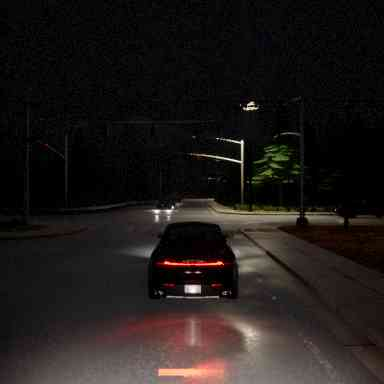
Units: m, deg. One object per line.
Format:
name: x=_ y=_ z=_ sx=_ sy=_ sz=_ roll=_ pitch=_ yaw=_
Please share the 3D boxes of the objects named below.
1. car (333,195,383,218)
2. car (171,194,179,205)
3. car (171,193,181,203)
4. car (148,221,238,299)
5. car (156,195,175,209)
car: x=15.543 y=1.248 z=29.587 sx=5.566 sy=2.045 sz=2.150 roll=0 pitch=0 yaw=1
car: x=-3.685 y=1.547 z=54.825 sx=2.033 sy=1.411 sz=5.357 roll=0 pitch=0 yaw=0
car: x=-3.499 y=1.223 z=68.310 sx=2.150 sy=2.045 sz=5.566 roll=0 pitch=0 yaw=1
car: x=0.032 y=1.501 z=8.438 sx=1.837 sy=1.490 sz=4.892 roll=0 pitch=0 yaw=0
car: x=-3.681 y=1.505 z=44.378 sx=1.837 sy=1.490 sz=4.892 roll=0 pitch=0 yaw=0
